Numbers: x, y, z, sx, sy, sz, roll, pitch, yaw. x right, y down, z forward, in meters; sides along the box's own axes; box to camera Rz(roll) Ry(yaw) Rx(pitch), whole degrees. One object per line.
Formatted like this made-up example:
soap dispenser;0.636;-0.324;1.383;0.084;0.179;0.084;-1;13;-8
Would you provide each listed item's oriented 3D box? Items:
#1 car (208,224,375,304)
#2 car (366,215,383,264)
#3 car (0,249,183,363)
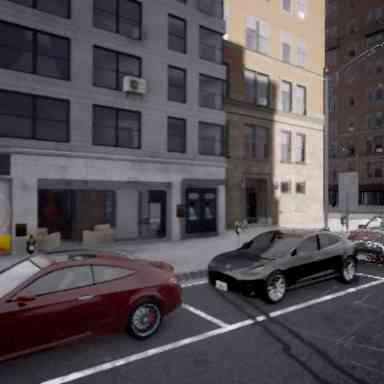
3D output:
car;2.398;1.601;8.243;4.313;1.339;1.947;0;0;-36
car;6.896;1.504;11.452;4.097;1.590;1.967;0;0;-36
car;-2.100;1.589;5.034;4.206;1.307;1.802;0;0;-36
